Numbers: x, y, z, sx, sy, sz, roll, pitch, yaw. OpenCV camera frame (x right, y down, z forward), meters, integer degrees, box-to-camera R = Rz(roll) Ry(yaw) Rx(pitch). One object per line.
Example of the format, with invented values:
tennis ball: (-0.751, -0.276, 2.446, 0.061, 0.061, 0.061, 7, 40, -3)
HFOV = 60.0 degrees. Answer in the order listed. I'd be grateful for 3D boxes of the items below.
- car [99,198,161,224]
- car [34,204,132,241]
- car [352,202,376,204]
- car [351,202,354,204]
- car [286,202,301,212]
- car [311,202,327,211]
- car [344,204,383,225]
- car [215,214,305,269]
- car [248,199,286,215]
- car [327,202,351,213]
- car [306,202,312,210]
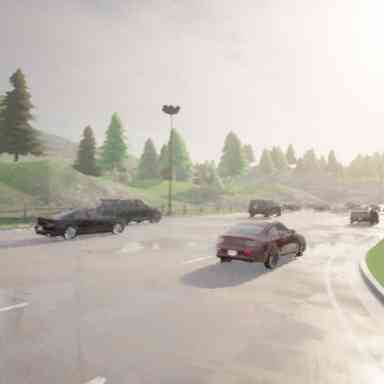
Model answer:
car: (-4.796, 1.517, 25.640, 2.150, 2.045, 5.566, 0, -1, 36)
car: (-5.922, 1.657, 18.135, 1.882, 1.535, 5.008, 0, -1, 36)
car: (25.980, 2.619, 50.316, 1.895, 1.301, 4.718, 0, -1, 36)
car: (28.993, 2.563, 60.419, 2.097, 1.767, 4.553, 0, -1, 36)
car: (16.537, 2.444, 55.010, 1.882, 1.535, 5.008, 0, -1, 36)
car: (22.679, 2.678, 57.511, 1.895, 1.301, 4.718, 0, -1, 36)
car: (15.427, 2.093, 29.660, 2.128, 1.511, 4.902, 0, -1, 36)
car: (2.566, 1.725, 11.954, 1.812, 1.442, 4.674, 0, -1, 36)
car: (8.386, 1.851, 37.833, 2.150, 2.045, 5.566, 0, -1, 36)
car: (23.187, 2.539, 52.426, 1.812, 1.442, 4.674, 0, -1, 36)
car: (23.626, 2.716, 64.936, 1.812, 1.442, 4.674, 0, -1, 36)
